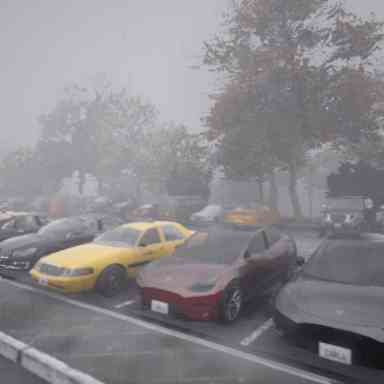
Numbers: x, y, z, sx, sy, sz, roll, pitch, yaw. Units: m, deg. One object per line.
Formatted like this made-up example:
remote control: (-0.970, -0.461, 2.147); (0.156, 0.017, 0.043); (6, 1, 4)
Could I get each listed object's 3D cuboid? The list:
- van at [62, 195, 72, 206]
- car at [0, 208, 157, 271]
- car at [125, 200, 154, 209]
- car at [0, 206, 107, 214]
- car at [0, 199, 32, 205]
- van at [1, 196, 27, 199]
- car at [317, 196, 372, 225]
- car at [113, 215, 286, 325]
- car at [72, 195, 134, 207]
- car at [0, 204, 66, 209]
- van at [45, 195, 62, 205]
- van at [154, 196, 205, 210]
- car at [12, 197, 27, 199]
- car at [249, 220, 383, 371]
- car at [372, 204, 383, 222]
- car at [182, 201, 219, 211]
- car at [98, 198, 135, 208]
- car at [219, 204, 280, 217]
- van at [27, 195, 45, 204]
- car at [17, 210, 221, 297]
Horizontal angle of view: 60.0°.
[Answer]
van: (-9.466, 1.309, 31.235); (1.878, 1.987, 4.442); (0, 0, 36)
car: (-3.640, 1.511, 10.813); (2.231, 1.521, 4.892); (0, 0, 36)
car: (-2.683, 1.561, 26.218); (2.002, 1.452, 4.674); (0, 0, 36)
car: (-5.902, 1.515, 12.422); (2.231, 1.521, 4.892); (0, 0, 36)
car: (-10.427, 1.397, 15.641); (2.185, 1.767, 4.553); (0, 0, 36)
van: (-18.489, 1.398, 37.426); (1.878, 1.987, 4.442); (-1, -1, 36)
car: (8.553, 1.247, 18.118); (2.435, 2.045, 5.566); (0, 0, 36)
car: (0.850, 1.530, 7.546); (2.163, 1.488, 4.792); (0, 0, 36)
car: (-7.301, 1.279, 29.502); (2.435, 2.045, 5.566); (0, 0, 36)
car: (-8.262, 1.516, 13.896); (1.946, 1.575, 5.366); (0, 0, 36)
van: (-11.615, 1.313, 32.778); (1.878, 1.987, 4.442); (0, 0, 36)
van: (-0.466, 1.291, 24.772); (1.878, 1.987, 4.442); (0, 0, 36)
car: (-16.164, 1.574, 35.907); (2.097, 1.535, 5.008); (-1, -1, 36)
car: (3.105, 1.525, 5.927); (2.163, 1.488, 4.792); (0, 0, 36)
car: (10.803, 1.242, 16.503); (2.435, 2.045, 5.566); (0, 0, 36)
car: (1.719, 1.552, 23.064); (2.002, 1.452, 4.674); (0, 0, 36)
car: (-4.936, 1.525, 27.832); (2.097, 1.535, 5.008); (0, 0, 36)
car: (4.065, 1.507, 21.369); (2.097, 1.535, 5.008); (0, 0, 36)
van: (-14.109, 1.318, 34.282); (1.878, 1.987, 4.442); (-1, 0, 36)
car: (-1.497, 1.502, 9.038); (1.946, 1.575, 5.366); (0, 0, 36)
